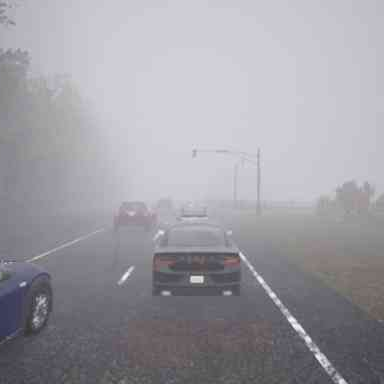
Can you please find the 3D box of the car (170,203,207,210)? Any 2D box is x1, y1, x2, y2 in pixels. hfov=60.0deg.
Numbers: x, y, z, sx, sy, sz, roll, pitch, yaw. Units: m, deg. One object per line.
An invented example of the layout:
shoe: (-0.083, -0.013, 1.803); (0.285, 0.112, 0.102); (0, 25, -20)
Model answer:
car: (0.090, 1.455, 18.125); (2.128, 1.511, 4.902); (0, 0, 0)

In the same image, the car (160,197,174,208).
car: (-3.449, 1.417, 43.150); (1.837, 1.490, 4.892); (0, 1, 0)

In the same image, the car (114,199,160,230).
car: (-3.423, 1.310, 20.917); (2.097, 1.767, 4.553); (0, 0, 0)

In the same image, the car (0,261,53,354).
car: (-3.403, 1.344, 3.798); (2.097, 1.767, 4.553); (0, 0, 0)

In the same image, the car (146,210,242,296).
car: (0.091, 1.460, 8.629); (1.882, 1.535, 5.008); (0, 0, 0)
